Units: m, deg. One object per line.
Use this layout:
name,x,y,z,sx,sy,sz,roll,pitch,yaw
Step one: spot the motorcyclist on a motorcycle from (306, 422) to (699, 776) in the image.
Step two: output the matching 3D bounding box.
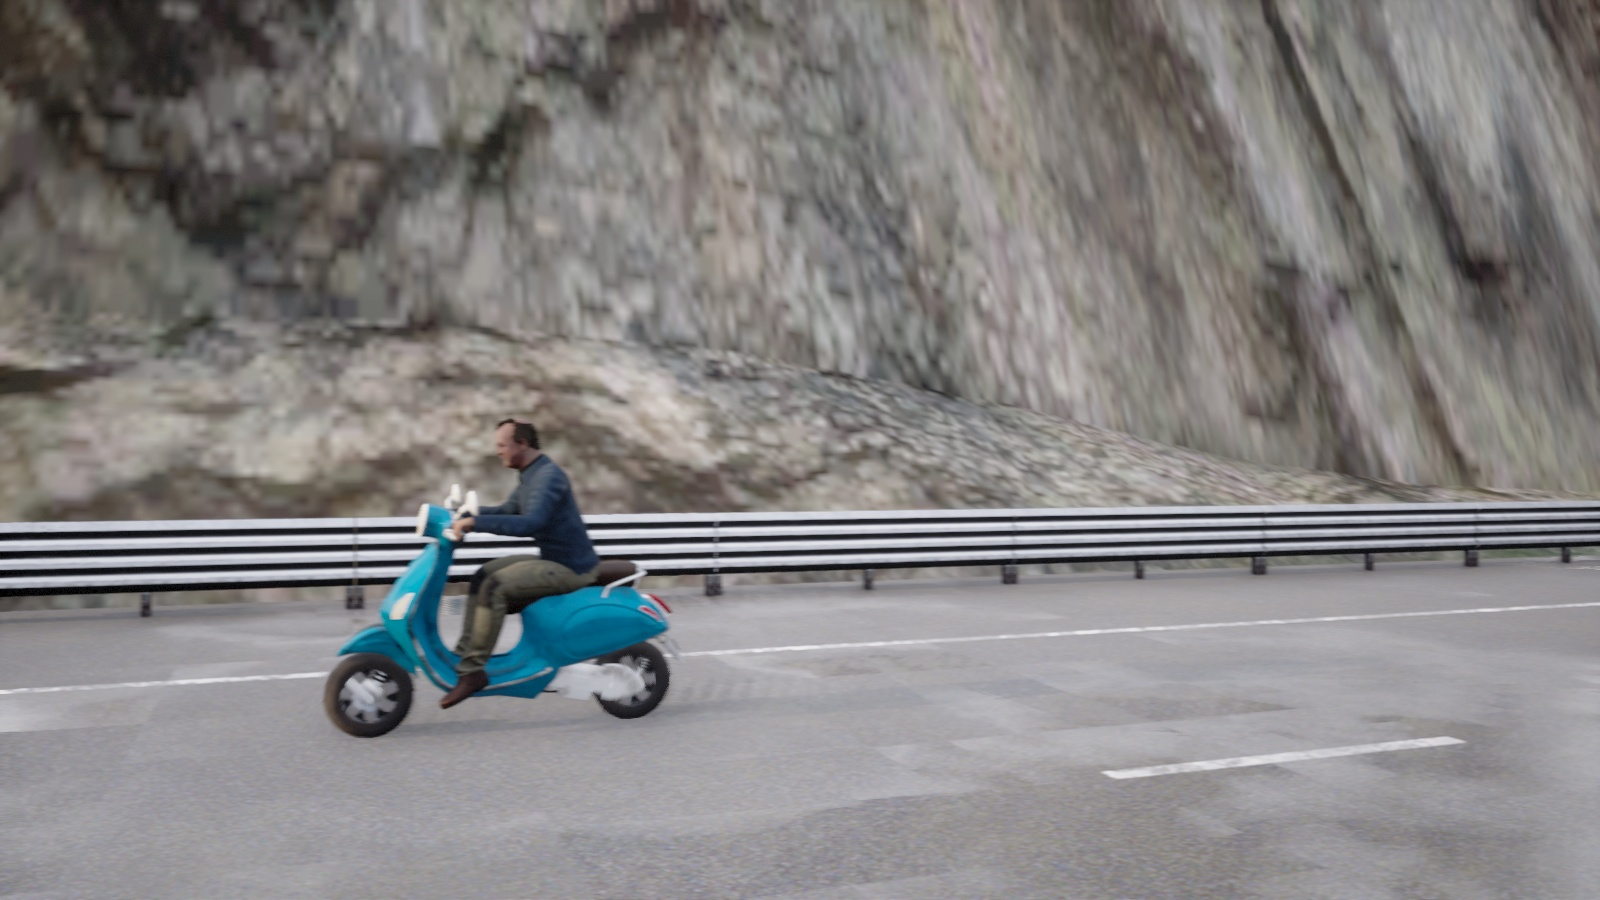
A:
motorcyclist on a motorcycle,-1.521,0.664,6.404,1.817,1.590,0.866,-1,1,-21
